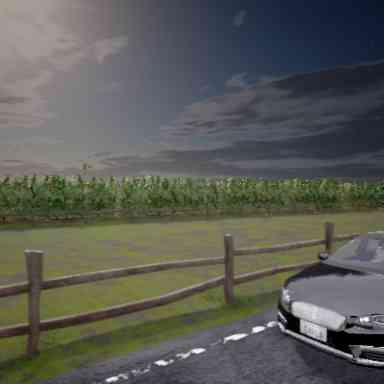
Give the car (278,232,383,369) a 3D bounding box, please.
[{"bbox_3d":[3.498,1.481,5.664,4.902,1.511,2.128,0,0,-37],"label":"car"}]
